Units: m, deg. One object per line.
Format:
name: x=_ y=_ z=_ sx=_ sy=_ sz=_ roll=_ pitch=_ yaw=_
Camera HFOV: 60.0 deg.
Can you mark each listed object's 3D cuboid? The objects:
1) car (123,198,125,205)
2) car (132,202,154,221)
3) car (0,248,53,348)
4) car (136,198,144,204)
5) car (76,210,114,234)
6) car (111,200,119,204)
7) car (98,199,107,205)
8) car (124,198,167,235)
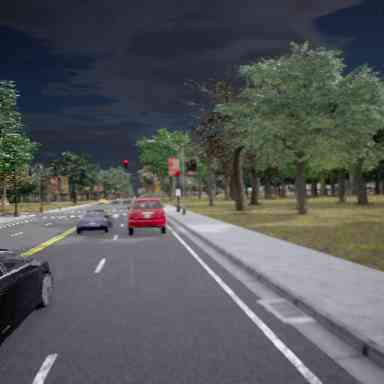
car: x=-16.521 y=2.262 z=84.857 sx=2.097 sy=1.767 sz=4.553 roll=-2 pitch=0 yaw=-9
car: x=-4.726 y=1.780 z=31.907 sx=1.882 sy=1.535 sz=5.008 roll=-2 pitch=0 yaw=-9
car: x=-3.631 y=1.632 z=5.223 sx=2.128 sy=1.511 sz=4.902 roll=-2 pitch=0 yaw=-9
car: x=-13.247 y=2.326 z=84.990 sx=2.033 sy=1.411 sz=5.357 roll=-2 pitch=0 yaw=-9
car: x=-6.301 y=1.868 z=21.864 sx=1.994 sy=1.385 sz=4.181 roll=-2 pitch=0 yaw=-9
car: x=-20.385 y=2.666 z=88.486 sx=1.895 sy=1.301 sz=4.718 roll=-2 pitch=0 yaw=-9
car: x=-23.601 y=2.650 z=88.001 sx=1.882 sy=1.535 sz=5.008 roll=-2 pitch=0 yaw=-9
car: x=-2.843 y=1.410 z=20.759 sx=2.150 sy=2.045 sz=5.566 roll=-2 pitch=0 yaw=-9
